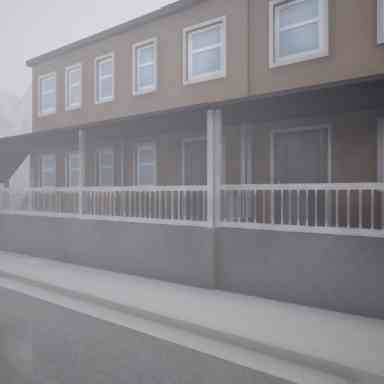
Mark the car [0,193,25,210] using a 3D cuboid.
[{"bbox_3d":[-14.933,0.954,27.553,1.812,1.442,4.674,0,15,34],"label":"car"}]
